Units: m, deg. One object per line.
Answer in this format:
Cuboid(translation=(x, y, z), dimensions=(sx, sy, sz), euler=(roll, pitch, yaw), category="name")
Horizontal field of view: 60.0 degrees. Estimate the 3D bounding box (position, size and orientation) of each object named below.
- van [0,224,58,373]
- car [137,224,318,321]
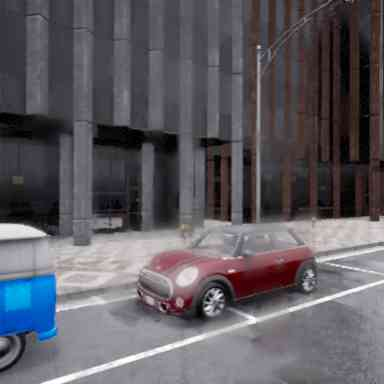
Cuboid(translation=(-3.726, 1.334, 3.994), dimensions=(3.998, 1.788, 1.690), euler=(1, -1, -35), category="van")
Cuboid(translation=(0.864, 1.481, 7.265), dimensions=(4.097, 1.590, 1.967), euler=(1, -1, -35), category="car")
